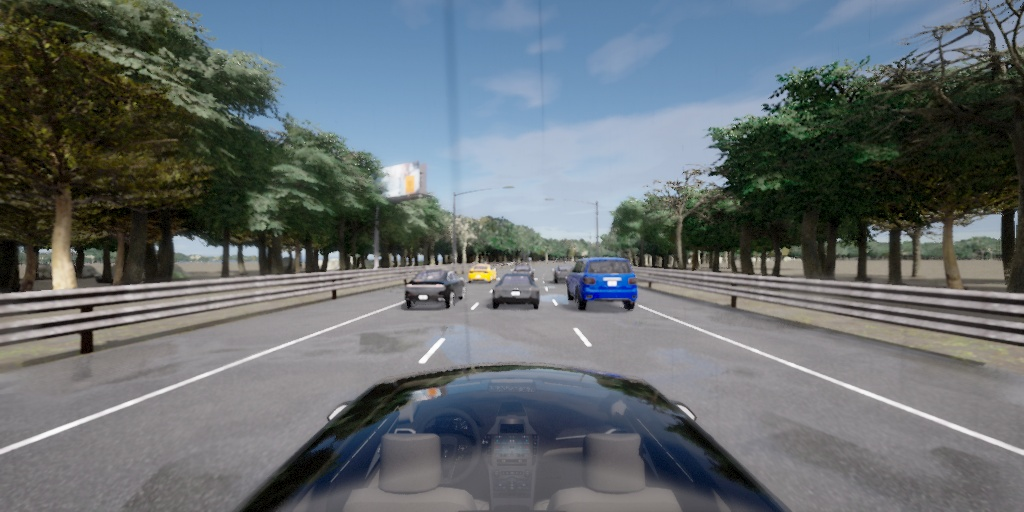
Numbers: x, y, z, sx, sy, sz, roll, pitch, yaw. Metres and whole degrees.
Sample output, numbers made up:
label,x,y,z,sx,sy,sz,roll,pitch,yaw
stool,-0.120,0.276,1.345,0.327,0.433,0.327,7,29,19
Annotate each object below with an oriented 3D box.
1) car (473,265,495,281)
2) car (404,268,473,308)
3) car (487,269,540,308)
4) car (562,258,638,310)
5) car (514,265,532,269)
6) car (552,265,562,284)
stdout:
label,x,y,z,sx,sy,sz,roll,pitch,yaw
car,-2.514,1.505,31.133,1.882,1.535,5.008,0,0,4
car,-3.289,1.376,16.036,2.128,1.511,4.902,0,0,2
car,0.212,1.448,15.973,1.994,1.385,4.181,0,0,2
car,3.695,1.097,15.567,2.150,2.045,5.566,0,0,2
car,0.964,1.517,30.724,2.128,1.511,4.902,0,0,4
car,4.456,1.516,30.485,2.128,1.511,4.902,0,0,4
